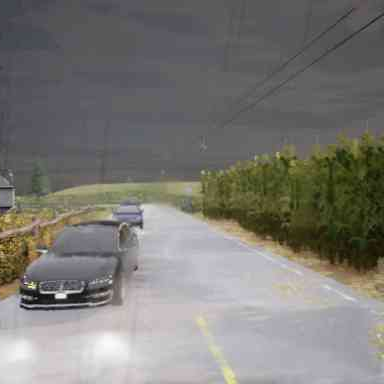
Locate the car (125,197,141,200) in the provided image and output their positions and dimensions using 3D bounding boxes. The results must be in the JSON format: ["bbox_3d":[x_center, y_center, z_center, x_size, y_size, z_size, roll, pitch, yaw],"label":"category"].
[{"bbox_3d":[-9.144,1.479,51.133,1.837,1.490,4.892,-1,0,-23],"label":"car"}]

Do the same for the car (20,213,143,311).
[{"bbox_3d":[-2.378,1.510,8.084,1.837,1.490,4.892,-1,0,-3],"label":"car"}]

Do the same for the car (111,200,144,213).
[{"bbox_3d":[-4.058,1.516,21.143,1.812,1.442,4.674,-1,1,-9],"label":"car"}]
